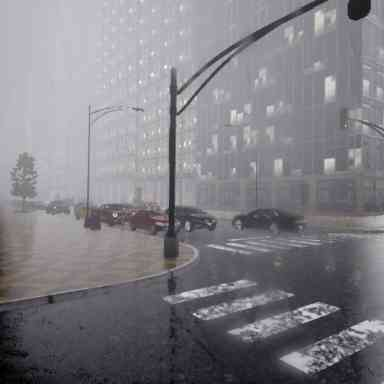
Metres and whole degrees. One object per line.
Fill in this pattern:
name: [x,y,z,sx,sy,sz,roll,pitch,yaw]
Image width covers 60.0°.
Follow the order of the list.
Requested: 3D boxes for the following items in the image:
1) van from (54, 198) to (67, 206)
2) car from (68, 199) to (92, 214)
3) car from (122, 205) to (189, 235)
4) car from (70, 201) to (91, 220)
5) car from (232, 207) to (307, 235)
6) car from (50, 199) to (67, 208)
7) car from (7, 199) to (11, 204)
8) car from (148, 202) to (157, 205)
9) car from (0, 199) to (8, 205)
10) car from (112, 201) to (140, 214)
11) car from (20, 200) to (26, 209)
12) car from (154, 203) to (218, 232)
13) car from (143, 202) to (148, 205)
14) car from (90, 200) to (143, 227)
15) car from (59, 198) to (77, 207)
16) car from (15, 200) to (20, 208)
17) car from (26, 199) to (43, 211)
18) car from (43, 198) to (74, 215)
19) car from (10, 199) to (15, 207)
van: [-27.993,2.117,70.735,1.690,1.788,3.998,1,-1,-35]
car: [-11.997,1.817,37.830,2.128,1.511,4.902,1,-1,-35]
car: [-2.259,1.662,19.371,1.802,1.307,4.206,1,-1,-35]
car: [-8.681,1.713,28.544,1.752,1.417,4.829,1,-1,-35]
car: [4.467,1.659,19.863,1.837,1.490,4.892,1,-1,-35]
car: [-24.653,2.143,61.461,1.837,1.490,4.892,1,-1,-35]
car: [-34.858,2.209,65.927,1.802,1.307,4.206,1,-1,-35]
car: [-5.174,1.833,38.145,1.967,1.590,4.097,1,-1,-35]
car: [-41.378,2.288,75.238,2.008,1.369,4.403,1,-1,-35]
car: [-8.531,1.974,42.938,1.752,1.417,4.829,1,-1,-35]
car: [-25.078,2.029,51.960,1.947,1.339,4.313,1,-1,-35]
car: [-0.312,1.634,21.119,1.837,1.490,4.892,1,-1,-33]
car: [-6.077,1.731,29.356,1.837,1.490,4.892,1,-1,-35]
car: [-5.519,1.575,24.029,1.967,1.590,4.097,1,-1,-35]
car: [-24.733,2.036,66.079,2.192,1.841,5.009,1,-1,-35]
car: [-28.338,2.063,56.616,1.887,1.381,4.507,1,-1,-35]
car: [-21.818,1.959,47.305,2.008,1.369,4.403,1,-1,-35]
car: [-15.299,1.739,37.995,1.967,1.590,4.097,1,-1,-35]
car: [-31.599,2.123,61.271,2.008,1.369,4.403,1,-1,-35]
